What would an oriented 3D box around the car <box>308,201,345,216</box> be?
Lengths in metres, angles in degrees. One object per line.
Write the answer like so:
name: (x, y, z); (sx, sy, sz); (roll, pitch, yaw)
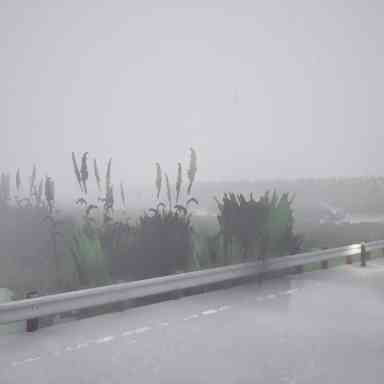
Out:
car: (10.859, 1.572, 29.002); (2.097, 1.767, 4.553); (-1, 1, -43)
